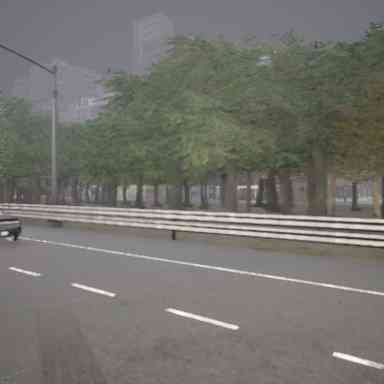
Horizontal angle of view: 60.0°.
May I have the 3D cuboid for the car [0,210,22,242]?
[{"bbox_3d":[-9.627,1.492,15.050,4.902,1.511,2.128,0,0,36],"label":"car"}]
